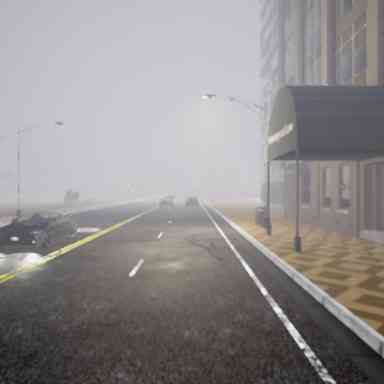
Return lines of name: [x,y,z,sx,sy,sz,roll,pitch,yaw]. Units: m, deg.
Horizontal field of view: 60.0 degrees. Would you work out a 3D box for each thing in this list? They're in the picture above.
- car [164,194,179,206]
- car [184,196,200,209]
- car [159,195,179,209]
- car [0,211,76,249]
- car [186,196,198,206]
car: [-3.271,1.245,54.024,2.097,1.767,4.553,0,0,0]
car: [-0.017,1.419,43.637,1.837,1.490,4.892,0,0,0]
car: [-3.267,1.406,43.635,2.128,1.511,4.902,0,0,0]
car: [-6.569,1.537,14.317,1.994,1.385,4.181,0,0,0]
car: [-0.021,1.398,54.056,1.837,1.490,4.892,0,0,0]
